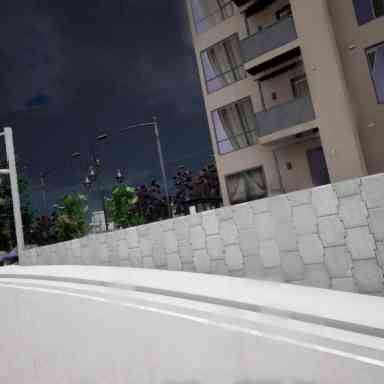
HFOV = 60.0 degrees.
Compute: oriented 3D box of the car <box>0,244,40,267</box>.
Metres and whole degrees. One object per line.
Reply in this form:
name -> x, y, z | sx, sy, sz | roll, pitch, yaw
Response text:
car -> -15.508, 5.654, 29.607 | 2.097, 1.767, 4.553 | -15, -9, 35
